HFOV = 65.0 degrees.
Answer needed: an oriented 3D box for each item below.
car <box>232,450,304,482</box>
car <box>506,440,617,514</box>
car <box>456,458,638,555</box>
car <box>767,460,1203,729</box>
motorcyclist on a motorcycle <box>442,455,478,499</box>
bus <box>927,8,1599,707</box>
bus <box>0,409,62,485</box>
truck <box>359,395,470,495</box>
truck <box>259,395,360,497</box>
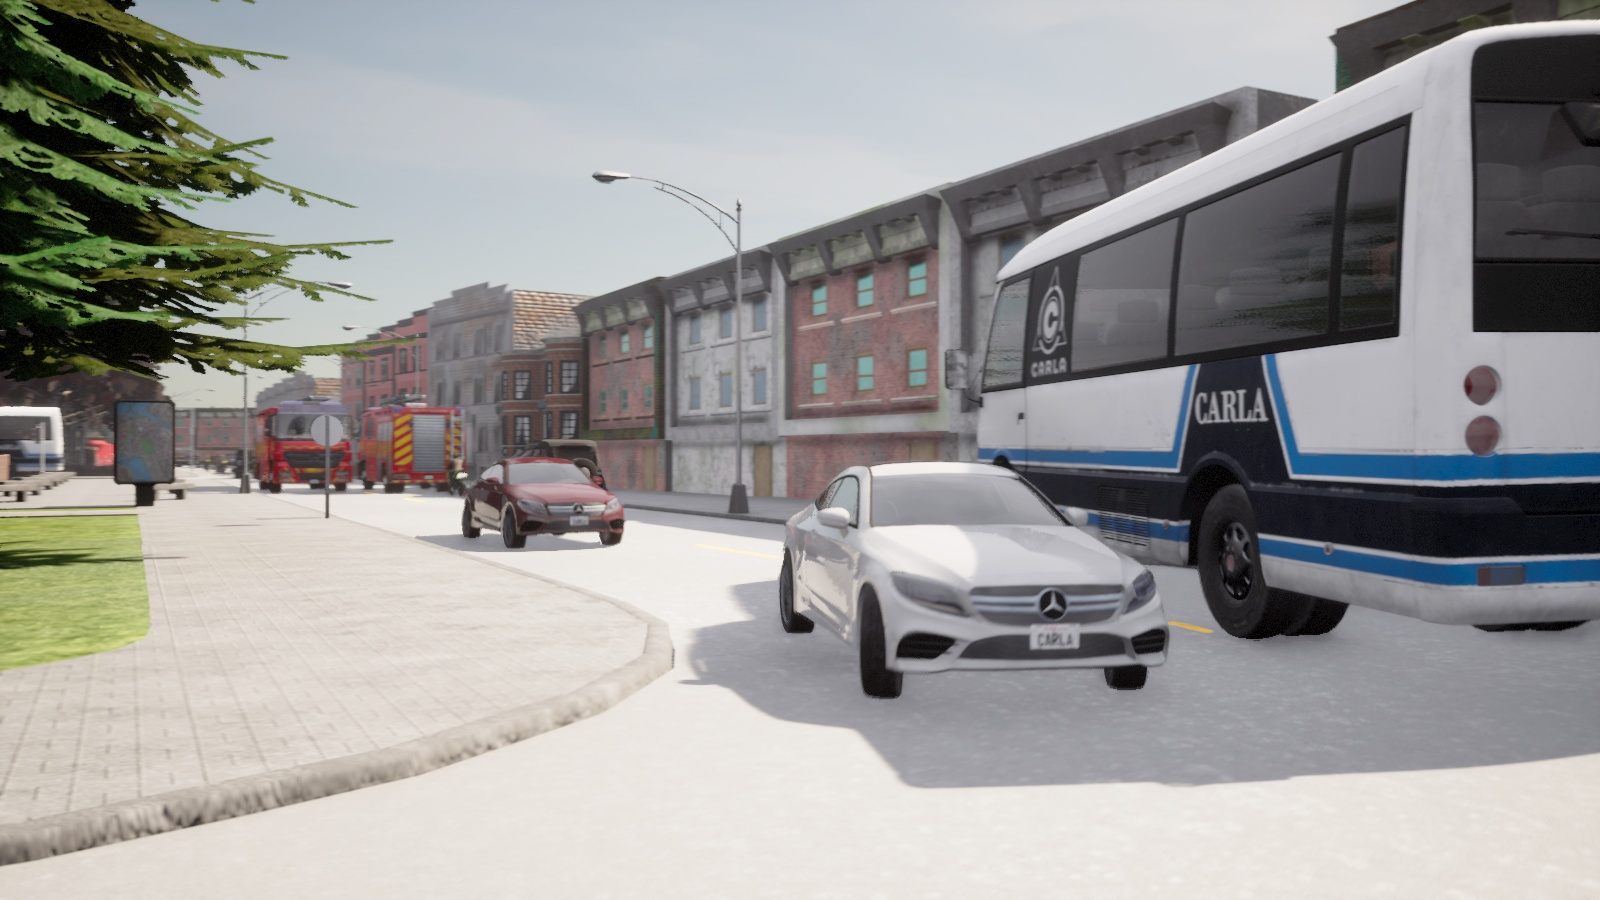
[{"bbox_3d":[-32.898,0.968,77.747,1.905,1.878,3.866,0,0,22],"label":"car"},{"bbox_3d":[-6.521,0.697,34.002,1.905,1.878,3.866,0,0,-28],"label":"car"},{"bbox_3d":[-4.449,0.870,21.473,1.812,1.442,4.674,0,0,-28],"label":"car"},{"bbox_3d":[0.996,0.804,9.276,1.812,1.442,4.674,0,0,-10],"label":"car"},{"bbox_3d":[-12.058,0.945,44.527,0.797,1.523,2.044,0,0,-28],"label":"motorcyclist on a motorcycle"},{"bbox_3d":[4.549,-0.622,13.014,3.944,4.253,10.273,-1,0,-9],"label":"bus"},{"bbox_3d":[-47.833,-0.172,71.201,10.273,4.253,3.944,0,0,-29],"label":"bus"},{"bbox_3d":[-16.226,-0.155,52.442,2.891,3.827,8.468,0,0,-28],"label":"truck"},{"bbox_3d":[-20.212,-0.143,51.424,2.891,3.827,8.468,0,0,-28],"label":"truck"}]
